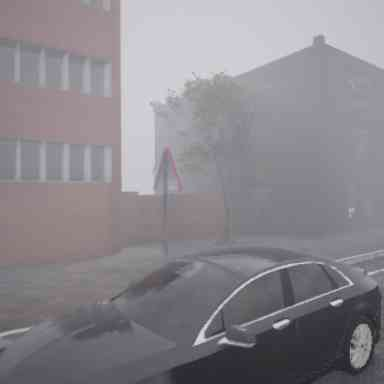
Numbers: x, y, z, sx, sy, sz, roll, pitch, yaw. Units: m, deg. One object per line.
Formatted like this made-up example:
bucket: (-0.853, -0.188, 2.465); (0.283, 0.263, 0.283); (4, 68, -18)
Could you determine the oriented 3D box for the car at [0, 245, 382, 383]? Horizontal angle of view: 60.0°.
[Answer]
car: (0.412, 1.496, 3.984); (4.892, 1.490, 1.837); (0, 0, -36)
